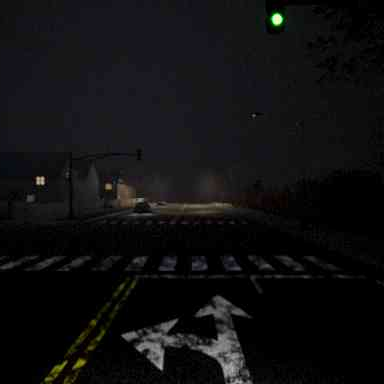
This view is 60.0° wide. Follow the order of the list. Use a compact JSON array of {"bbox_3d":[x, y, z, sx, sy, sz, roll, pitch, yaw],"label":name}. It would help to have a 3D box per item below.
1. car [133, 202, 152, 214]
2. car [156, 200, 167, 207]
[{"bbox_3d":[-6.471,2.110,43.682,1.812,1.442,4.674,0,0,0],"label":"car"},{"bbox_3d":[-6.464,2.366,70.503,1.812,1.442,4.674,0,-1,0],"label":"car"}]
